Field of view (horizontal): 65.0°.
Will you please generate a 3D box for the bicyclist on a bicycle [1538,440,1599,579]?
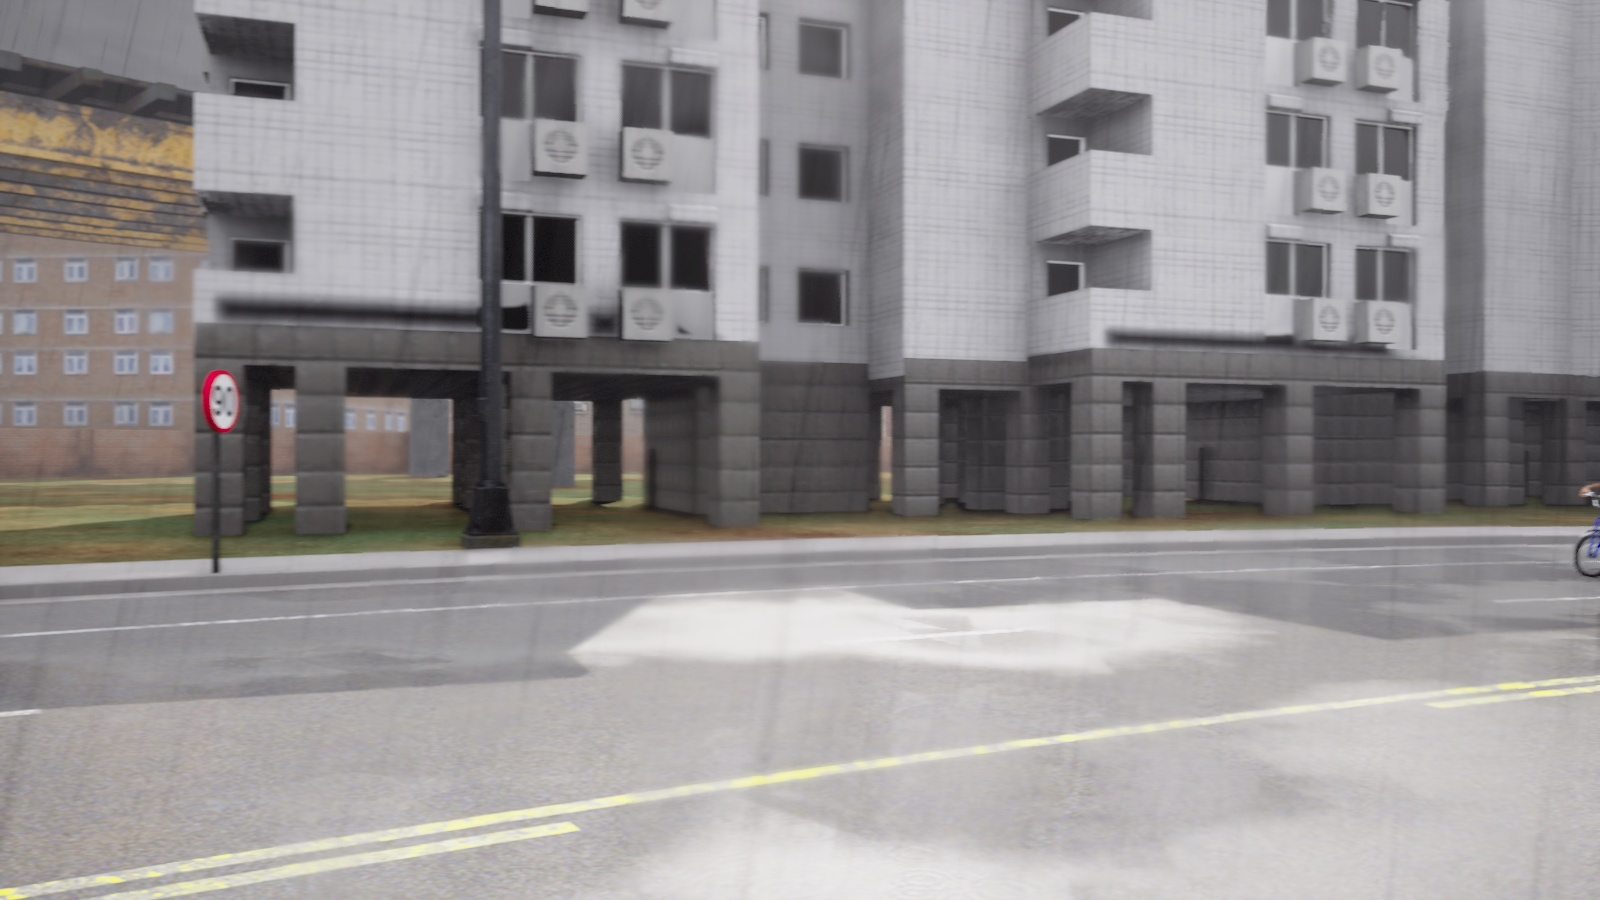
[{"bbox_3d":[9.890,0.689,15.171,1.509,1.612,0.866,0,0,-15],"label":"bicyclist on a bicycle"}]
